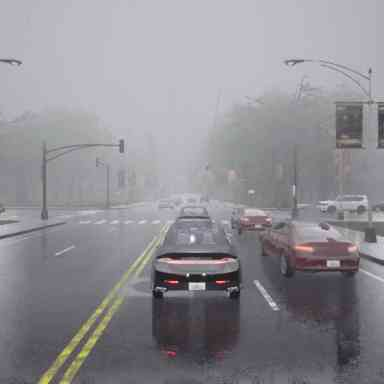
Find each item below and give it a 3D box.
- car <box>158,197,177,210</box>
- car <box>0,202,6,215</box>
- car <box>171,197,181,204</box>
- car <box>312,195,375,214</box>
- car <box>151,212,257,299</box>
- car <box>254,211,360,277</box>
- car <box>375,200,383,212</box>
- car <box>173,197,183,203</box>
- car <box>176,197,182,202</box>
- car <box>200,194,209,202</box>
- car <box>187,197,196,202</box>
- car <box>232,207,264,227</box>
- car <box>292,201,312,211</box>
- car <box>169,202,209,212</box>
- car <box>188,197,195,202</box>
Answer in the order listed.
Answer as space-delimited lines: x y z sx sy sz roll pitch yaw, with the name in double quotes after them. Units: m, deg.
-3.407 1.712 44.661 1.895 1.301 4.718 0 -1 0 "car"
-20.182 1.224 30.508 5.566 2.045 2.150 0 0 -1 "car"
-3.344 1.844 69.378 1.994 1.385 4.181 0 -1 0 "car"
17.056 1.399 37.541 5.566 2.045 2.150 0 0 -1 "car"
0.088 1.496 8.444 2.128 1.511 4.902 0 0 0 "car"
3.332 1.533 10.162 1.812 1.442 4.674 0 0 0 "car"
23.943 1.695 40.849 5.008 1.535 1.882 0 0 0 "car"
-3.358 1.928 79.655 2.033 1.411 5.357 0 -1 0 "car"
-3.404 1.679 57.512 2.128 1.511 4.902 0 0 1 "car"
3.138 1.643 82.558 2.150 2.045 5.566 0 -1 0 "car"
-0.111 1.893 82.487 1.882 1.535 5.008 0 -1 0 "car"
3.335 1.555 18.970 1.812 1.442 4.674 0 0 1 "car"
14.811 1.772 40.764 4.718 1.301 1.895 0 0 0 "car"
0.077 1.517 17.851 2.128 1.511 4.902 0 0 0 "car"
-0.127 1.965 92.940 1.994 1.385 4.181 0 -1 0 "car"
